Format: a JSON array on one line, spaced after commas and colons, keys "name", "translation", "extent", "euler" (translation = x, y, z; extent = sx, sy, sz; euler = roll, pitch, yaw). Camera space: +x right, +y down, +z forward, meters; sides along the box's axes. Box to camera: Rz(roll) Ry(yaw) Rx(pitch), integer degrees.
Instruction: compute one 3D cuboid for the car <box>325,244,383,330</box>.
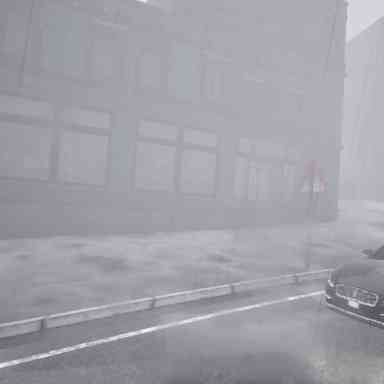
[{"name": "car", "translation": [4.745, 1.549, 6.393], "extent": [4.892, 1.490, 1.837], "euler": [0, -1, -27]}]
